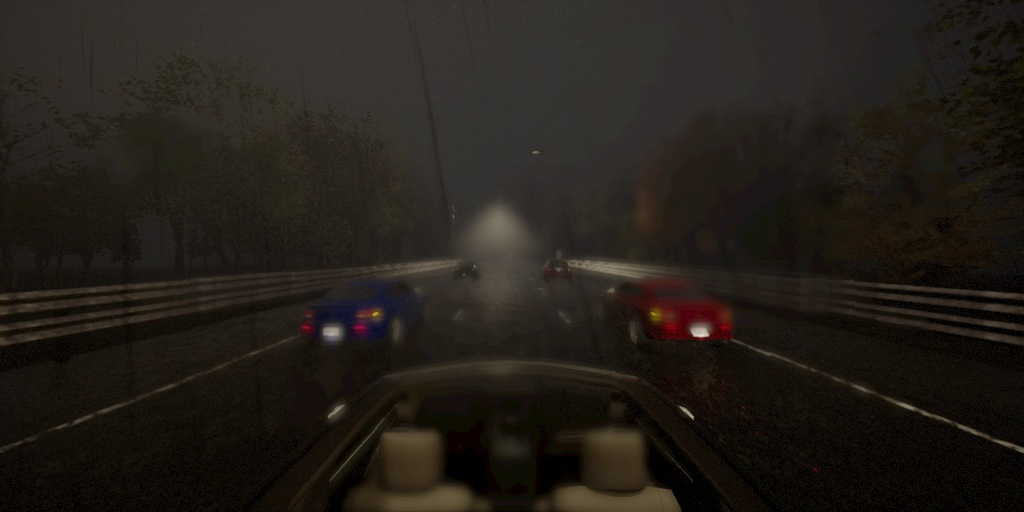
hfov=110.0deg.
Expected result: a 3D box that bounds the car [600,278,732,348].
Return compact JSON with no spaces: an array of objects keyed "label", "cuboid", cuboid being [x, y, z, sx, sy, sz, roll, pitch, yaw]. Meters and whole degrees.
[{"label":"car","cuboid":[3.598,1.283,9.119,1.812,1.442,4.674,0,0,0]}]

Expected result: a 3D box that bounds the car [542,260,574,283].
[{"label":"car","cuboid":[3.596,1.136,28.746,2.097,1.767,4.553,0,0,0]}]

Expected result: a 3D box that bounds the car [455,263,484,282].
[{"label":"car","cuboid":[-3.403,1.276,29.007,2.128,1.511,4.902,0,0,0]}]

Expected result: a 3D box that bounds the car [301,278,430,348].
[{"label":"car","cuboid":[-3.407,1.283,9.134,1.812,1.442,4.674,0,0,0]}]
